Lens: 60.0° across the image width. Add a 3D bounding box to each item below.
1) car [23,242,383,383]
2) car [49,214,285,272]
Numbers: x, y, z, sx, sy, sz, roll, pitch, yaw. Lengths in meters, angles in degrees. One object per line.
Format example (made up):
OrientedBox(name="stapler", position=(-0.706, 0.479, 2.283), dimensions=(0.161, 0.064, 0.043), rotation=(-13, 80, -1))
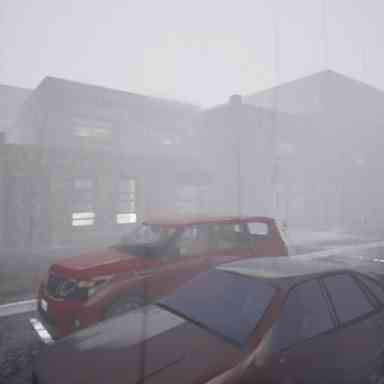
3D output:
OrientedBox(name="car", position=(0.955, 1.602, 4.085), dimensions=(5.357, 1.411, 2.033), rotation=(1, -1, -37))
OrientedBox(name="car", position=(-0.181, 1.394, 6.474), dimensions=(5.009, 1.841, 2.192), rotation=(1, -1, -37))
